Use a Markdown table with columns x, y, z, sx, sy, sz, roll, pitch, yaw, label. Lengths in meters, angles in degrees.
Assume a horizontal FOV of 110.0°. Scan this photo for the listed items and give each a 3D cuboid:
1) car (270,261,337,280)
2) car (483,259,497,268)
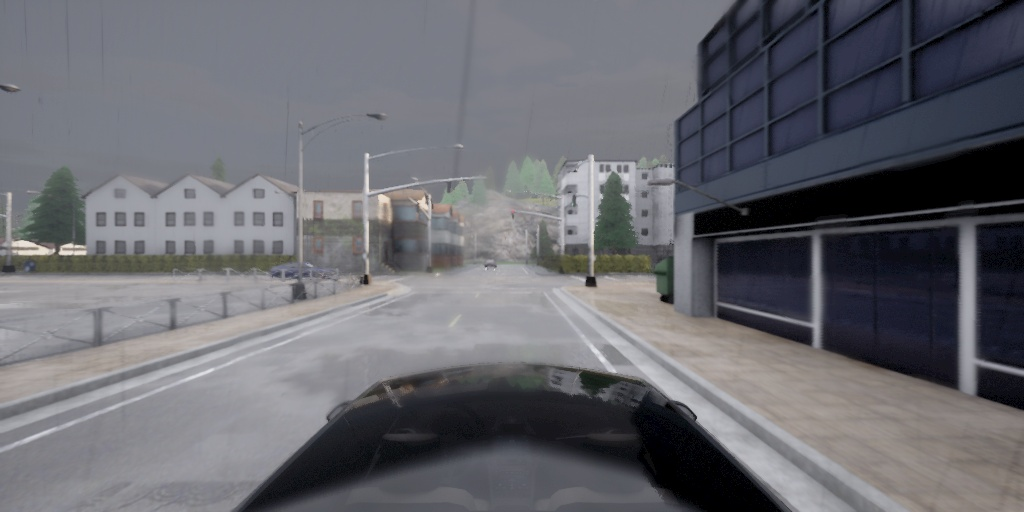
| x | y | z | sx | sy | sz | roll | pitch | yaw | label |
| --- | --- | --- | --- | --- | --- | --- | --- | --- | --- |
| -15.708 | 1.145 | 27.200 | 4.674 | 1.442 | 1.812 | 1 | 0 | 0 | car |
| -3.527 | 1.258 | 59.046 | 1.812 | 1.442 | 4.674 | 0 | 0 | 1 | car |
